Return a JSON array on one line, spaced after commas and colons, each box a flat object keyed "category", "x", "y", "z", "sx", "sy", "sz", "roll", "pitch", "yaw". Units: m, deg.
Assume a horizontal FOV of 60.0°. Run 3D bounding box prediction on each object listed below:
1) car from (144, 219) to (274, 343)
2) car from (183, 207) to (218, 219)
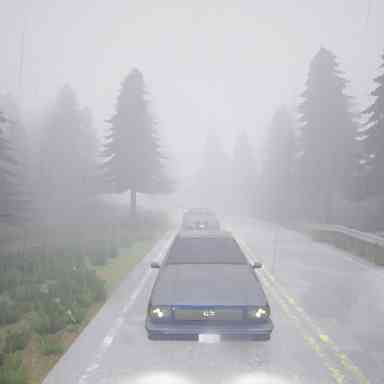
[{"category": "car", "x": 0.277, "y": 1.557, "z": 7.080, "sx": 2.033, "sy": 1.411, "sz": 5.357, "roll": 0, "pitch": 0, "yaw": 1}, {"category": "car", "x": 0.462, "y": 1.584, "z": 19.165, "sx": 1.994, "sy": 1.385, "sz": 4.181, "roll": 0, "pitch": 0, "yaw": -2}]
